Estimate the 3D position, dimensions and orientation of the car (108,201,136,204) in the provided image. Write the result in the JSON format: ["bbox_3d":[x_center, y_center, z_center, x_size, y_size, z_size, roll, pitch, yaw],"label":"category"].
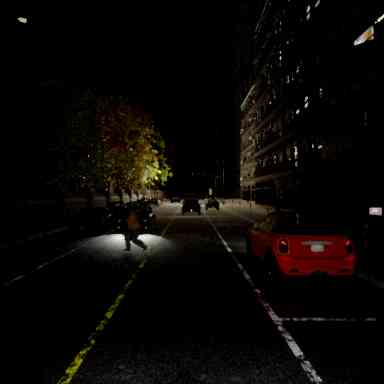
[{"bbox_3d":[-5.784,1.447,25.256,1.967,1.590,4.097,0,0,0],"label":"car"}]

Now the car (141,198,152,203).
[{"bbox_3d":[-5.826,1.538,36.163,1.752,1.417,4.829,0,0,0],"label":"car"}]

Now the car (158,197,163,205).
[{"bbox_3d":[-5.967,1.576,52.947,2.008,1.369,4.403,0,0,0],"label":"car"}]

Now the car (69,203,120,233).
[{"bbox_3d":[-5.763,1.570,19.717,1.947,1.339,4.313,0,0,0],"label":"car"}]

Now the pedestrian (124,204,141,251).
[{"bbox_3d":[-2.200,1.294,12.344,0.375,1.860,0.375,0,0,-5],"label":"pedestrian"}]

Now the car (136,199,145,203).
[{"bbox_3d":[-5.805,1.592,30.795,1.802,1.307,4.206,0,0,0],"label":"car"}]

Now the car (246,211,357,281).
[{"bbox_3d":[2.961,1.353,10.004,2.097,1.767,4.553,0,0,0],"label":"car"}]

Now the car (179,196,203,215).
[{"bbox_3d":[-0.050,1.517,34.337,1.837,1.490,4.892,0,0,0],"label":"car"}]

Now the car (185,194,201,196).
[{"bbox_3d":[-0.115,1.242,47.069,2.150,2.045,5.566,0,0,1],"label":"car"}]

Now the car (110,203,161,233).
[{"bbox_3d":[-3.175,1.568,19.620,1.994,1.385,4.181,0,0,0],"label":"car"}]

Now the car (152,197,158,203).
[{"bbox_3d":[-5.847,1.457,41.872,1.967,1.590,4.097,0,0,0],"label":"car"}]

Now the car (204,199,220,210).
[{"bbox_3d":[2.532,1.568,41.906,2.008,1.369,4.403,0,0,0],"label":"car"}]

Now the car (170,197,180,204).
[{"bbox_3d":[-3.252,1.642,65.992,1.895,1.301,4.718,0,0,0],"label":"car"}]

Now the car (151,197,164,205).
[{"bbox_3d":[-6.040,1.575,58.487,1.887,1.381,4.507,0,0,0],"label":"car"}]
